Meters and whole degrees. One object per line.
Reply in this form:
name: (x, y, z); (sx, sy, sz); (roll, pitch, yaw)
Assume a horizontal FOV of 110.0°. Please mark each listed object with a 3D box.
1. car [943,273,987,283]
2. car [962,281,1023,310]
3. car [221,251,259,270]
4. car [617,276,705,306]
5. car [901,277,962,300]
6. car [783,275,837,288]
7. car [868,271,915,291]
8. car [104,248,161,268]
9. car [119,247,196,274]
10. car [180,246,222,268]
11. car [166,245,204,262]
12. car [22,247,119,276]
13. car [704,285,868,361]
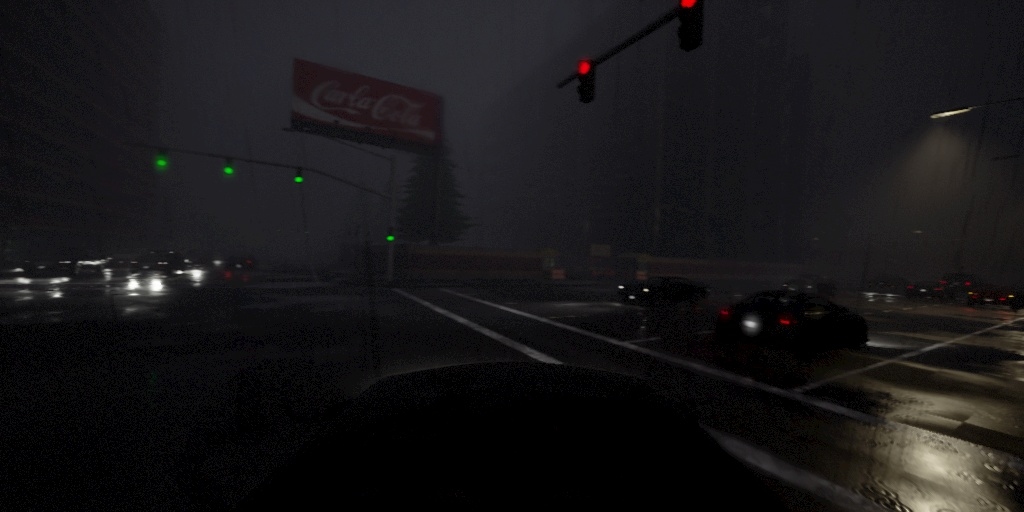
car: (41.450, 2.639, 32.911); (5.566, 2.045, 2.150); (2, 0, -30)
car: (30.138, 2.485, 22.303); (4.674, 1.442, 1.812); (2, 0, -30)
car: (-22.618, 0.488, 30.213); (1.895, 1.301, 4.718); (2, 0, -30)
car: (7.448, 1.661, 17.618); (4.718, 1.301, 1.895); (2, 0, -30)
car: (32.359, 2.617, 27.663); (4.181, 1.385, 1.994); (2, 0, -29)
car: (21.156, 2.100, 25.448); (4.902, 1.511, 2.128); (2, 0, -30)
car: (34.913, 2.366, 33.205); (4.181, 1.385, 1.994); (2, 0, -30)
car: (-29.839, 0.127, 28.353); (1.812, 1.442, 4.674); (2, 0, -30)
car: (-22.982, 0.358, 23.490); (2.128, 1.511, 4.902); (2, 0, -30)
car: (-27.696, 0.180, 31.642); (2.128, 1.511, 4.902); (2, 0, -30)
car: (-36.805, -0.309, 40.486); (2.097, 1.767, 4.553); (2, 0, -30)
car: (-25.310, 0.263, 20.521); (2.128, 1.511, 4.902); (2, 0, -30)
car: (7.205, 1.605, 9.204); (4.181, 1.385, 1.994); (2, 0, -30)
